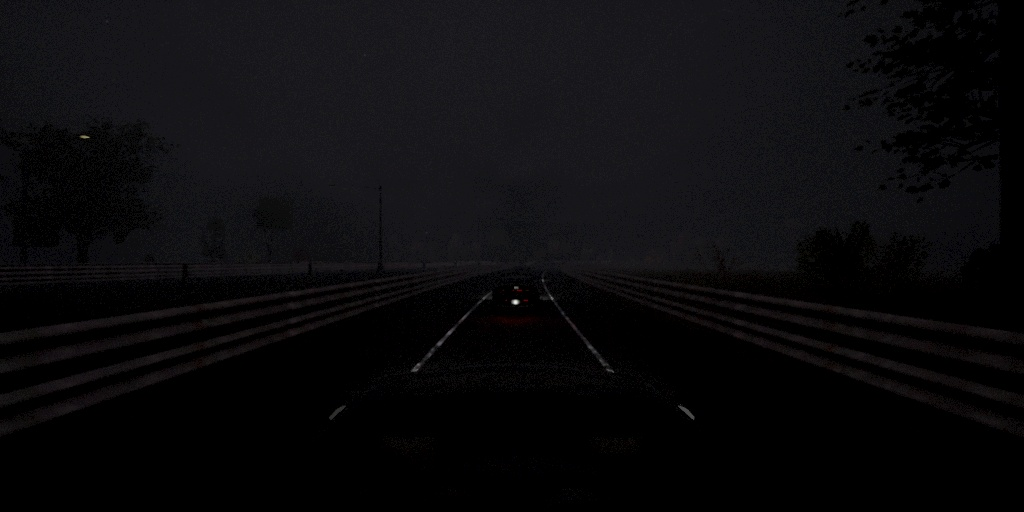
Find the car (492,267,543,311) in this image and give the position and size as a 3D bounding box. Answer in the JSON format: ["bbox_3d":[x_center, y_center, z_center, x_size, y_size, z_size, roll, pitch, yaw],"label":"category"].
[{"bbox_3d":[0.224,1.402,15.268,1.837,1.490,4.892,0,0,2],"label":"car"}]
